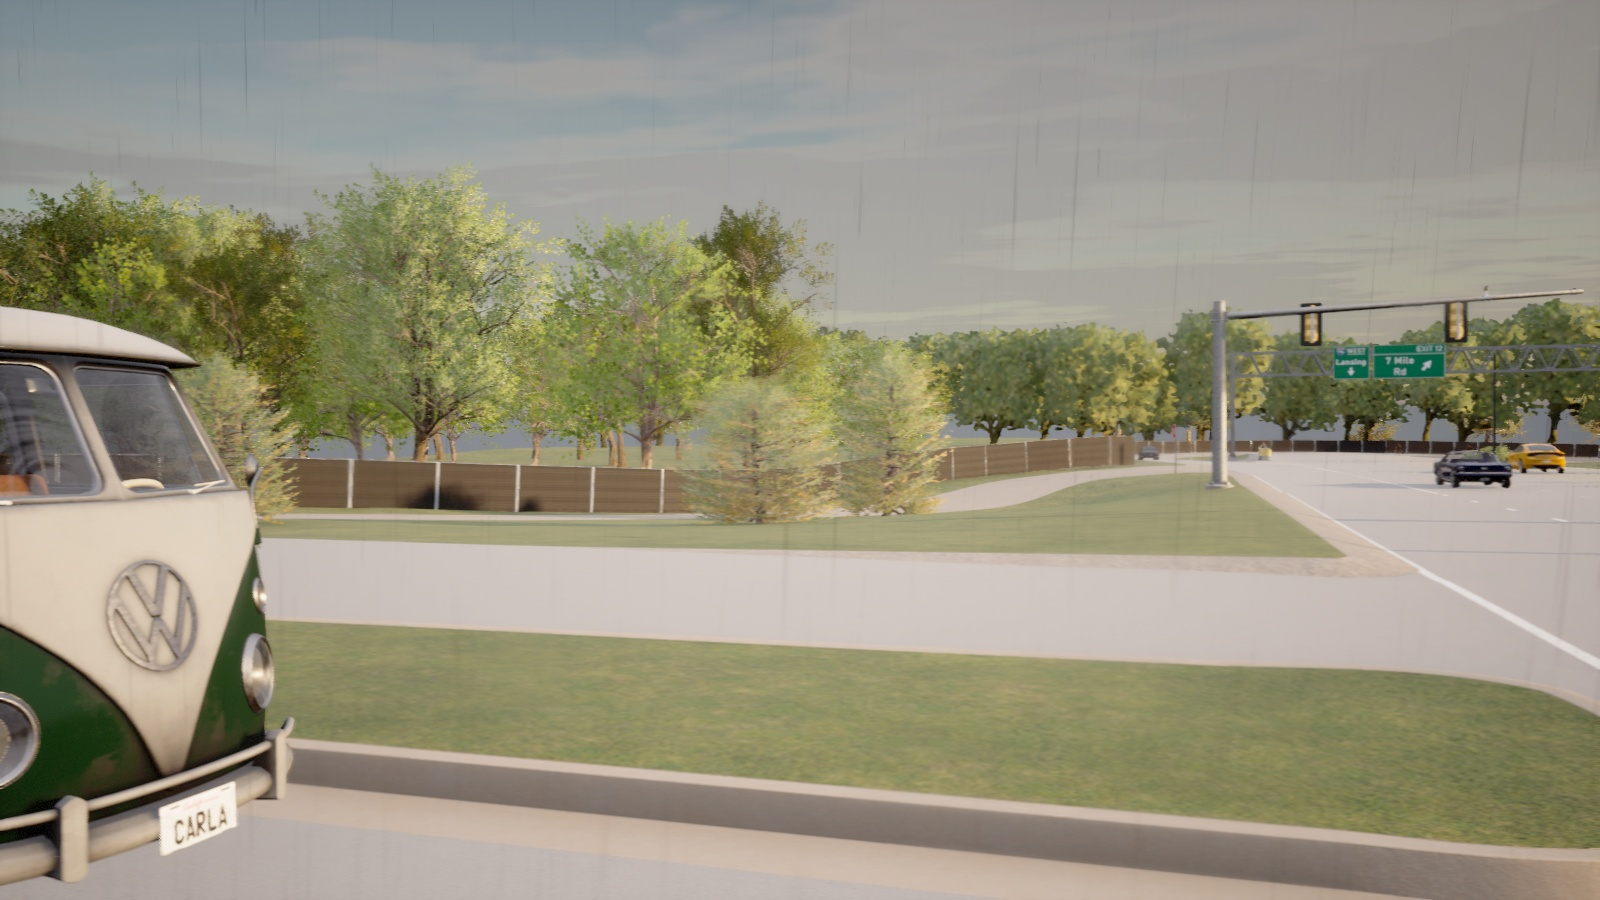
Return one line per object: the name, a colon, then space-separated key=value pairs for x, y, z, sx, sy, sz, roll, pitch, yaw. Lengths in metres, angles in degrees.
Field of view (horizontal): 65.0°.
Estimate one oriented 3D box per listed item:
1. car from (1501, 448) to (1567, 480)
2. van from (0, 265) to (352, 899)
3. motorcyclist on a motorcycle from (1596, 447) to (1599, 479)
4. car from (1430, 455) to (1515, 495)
car: x=37.865 y=0.689 z=64.888 sx=1.882 sy=1.535 sz=5.008 roll=0 pitch=0 yaw=18
van: x=-4.035 y=0.493 z=4.431 sx=4.442 sy=1.987 sz=1.775 roll=0 pitch=1 yaw=17
motorcyclist on a motorcycle: x=41.140 y=0.680 z=63.637 sx=0.766 sy=1.649 sz=2.350 roll=0 pitch=0 yaw=18
car: x=24.546 y=0.877 z=46.010 sx=1.895 sy=1.301 sz=4.718 roll=0 pitch=0 yaw=18
